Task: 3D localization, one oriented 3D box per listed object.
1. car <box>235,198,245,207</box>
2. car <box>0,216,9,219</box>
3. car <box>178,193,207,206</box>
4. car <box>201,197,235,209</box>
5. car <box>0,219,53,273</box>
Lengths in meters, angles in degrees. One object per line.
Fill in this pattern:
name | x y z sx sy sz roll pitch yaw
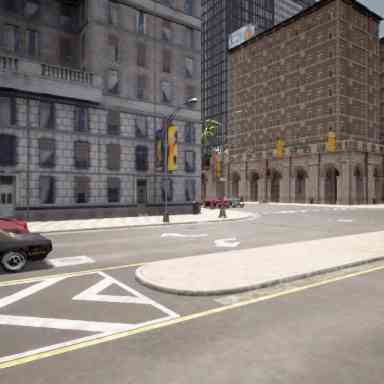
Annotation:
car | 5.663 1.492 49.027 2.128 1.511 4.902 0 0 -35
car | -8.480 1.526 12.087 4.674 1.442 1.812 0 0 -35
car | 0.024 1.221 57.127 2.150 2.045 5.566 0 0 -34
car | 3.234 1.478 46.396 1.882 1.535 5.008 0 0 -35
car | -6.535 1.601 9.182 4.718 1.301 1.895 0 0 -35
